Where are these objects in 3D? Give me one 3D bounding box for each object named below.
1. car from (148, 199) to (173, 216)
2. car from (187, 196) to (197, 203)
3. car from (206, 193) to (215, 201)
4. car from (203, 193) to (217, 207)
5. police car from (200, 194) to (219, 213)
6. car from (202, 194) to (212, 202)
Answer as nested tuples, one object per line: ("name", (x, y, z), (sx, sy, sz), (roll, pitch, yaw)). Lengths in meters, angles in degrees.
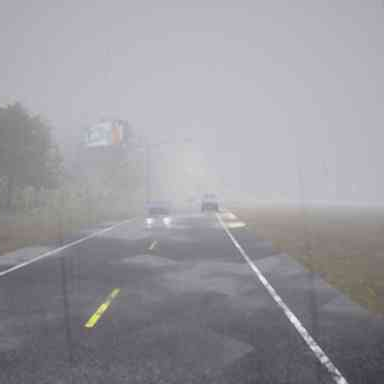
("car", (-2.909, 1.413, 31.431), (1.882, 1.535, 5.008), (0, 0, 2))
("car", (-0.018, 1.604, 73.228), (2.033, 1.411, 5.357), (0, 0, 5))
("car", (4.889, 1.297, 87.076), (2.150, 2.045, 5.566), (0, 0, 6))
("car", (2.839, 1.195, 52.010), (2.150, 2.045, 5.566), (0, 0, 4))
("police car", (1.931, 1.361, 36.168), (1.930, 1.638, 5.238), (0, 0, 3))
("car", (3.239, 1.278, 70.868), (2.097, 1.767, 4.553), (0, 0, 5))
